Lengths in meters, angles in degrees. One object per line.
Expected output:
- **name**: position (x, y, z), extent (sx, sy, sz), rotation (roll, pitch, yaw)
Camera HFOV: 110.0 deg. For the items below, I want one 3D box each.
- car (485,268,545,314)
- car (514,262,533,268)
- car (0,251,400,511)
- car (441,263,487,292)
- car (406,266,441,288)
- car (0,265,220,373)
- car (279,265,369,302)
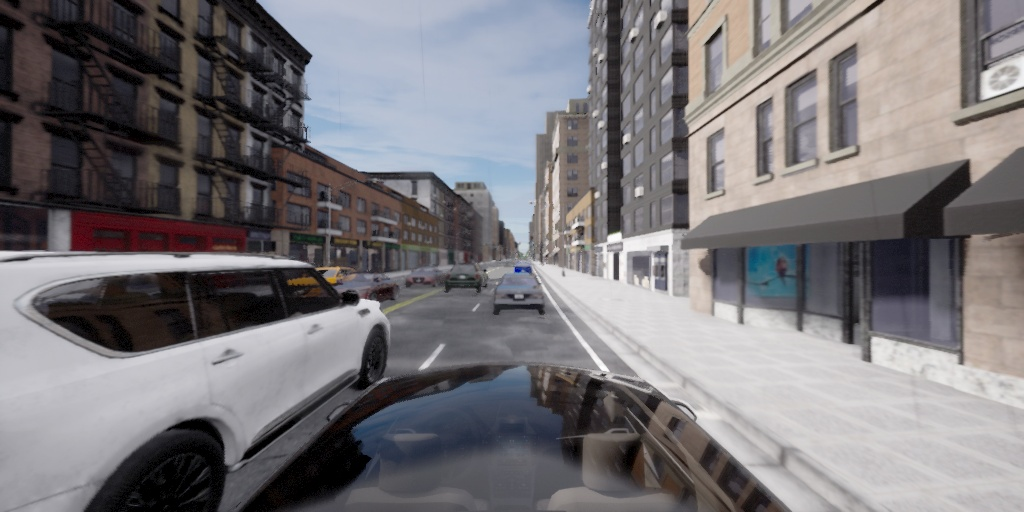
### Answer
- **car**: position (0.295, 1.361, 14.026), extent (2.033, 1.411, 5.357), rotation (0, 0, 1)
- **car**: position (1.241, 1.416, 39.663), extent (1.882, 1.535, 5.008), rotation (0, 0, 2)
- **car**: position (-3.113, 0.984, 3.690), extent (2.150, 2.045, 5.566), rotation (0, 0, 0)
- **car**: position (-2.678, 1.201, 22.060), extent (2.097, 1.767, 4.553), rotation (0, 0, 2)
- **car**: position (-5.997, 1.428, 25.164), extent (1.994, 1.385, 4.181), rotation (0, 0, 1)
- **car**: position (-9.743, 1.130, 8.345), extent (2.097, 1.767, 4.553), rotation (0, 0, 1)
- **car**: position (-9.457, 1.307, 18.611), extent (1.882, 1.535, 5.008), rotation (0, 0, 3)
